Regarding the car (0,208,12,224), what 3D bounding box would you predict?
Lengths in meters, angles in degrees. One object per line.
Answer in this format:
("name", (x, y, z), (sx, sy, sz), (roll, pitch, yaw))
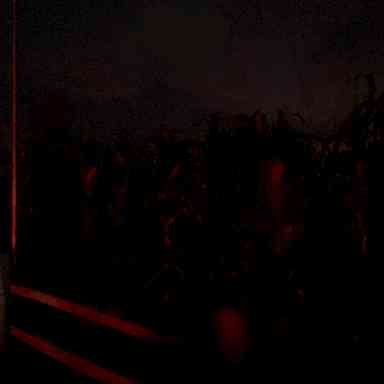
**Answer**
("car", (-13.991, 1.645, 22.863), (2.128, 1.511, 4.902), (0, -1, 34))
